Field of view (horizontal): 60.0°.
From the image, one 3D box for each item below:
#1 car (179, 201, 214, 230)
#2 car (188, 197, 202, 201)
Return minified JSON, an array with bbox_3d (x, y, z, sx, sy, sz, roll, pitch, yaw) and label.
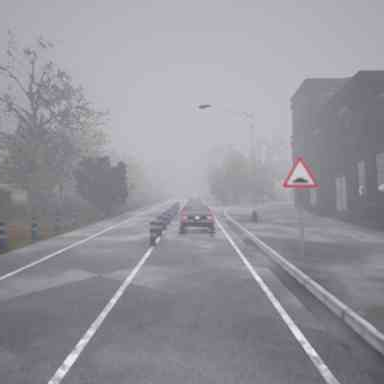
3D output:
[{"bbox_3d":[0.234,1.386,19.119,2.033,1.411,5.357,0,-1,-1],"label":"car"},{"bbox_3d":[0.379,1.296,43.068,1.994,1.385,4.181,0,0,1],"label":"car"}]
